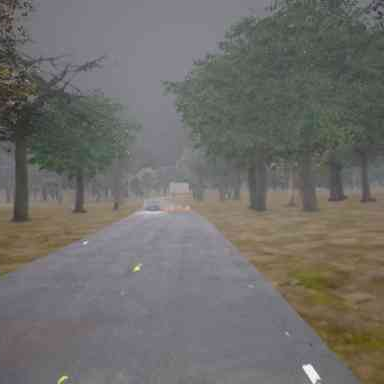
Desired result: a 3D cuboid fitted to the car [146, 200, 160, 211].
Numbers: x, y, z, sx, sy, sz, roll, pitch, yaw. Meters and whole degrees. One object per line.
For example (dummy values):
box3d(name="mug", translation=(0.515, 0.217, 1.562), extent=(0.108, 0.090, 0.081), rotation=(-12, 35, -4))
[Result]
box3d(name="car", translation=(-5.149, 1.760, 44.105), extent=(1.895, 1.301, 4.718), rotation=(0, 0, -5))

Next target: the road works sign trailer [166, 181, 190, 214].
box3d(name="road works sign trailer", translation=(-1.472, 0.585, 37.842), extent=(2.380, 3.560, 2.880), rotation=(0, 0, -5))
